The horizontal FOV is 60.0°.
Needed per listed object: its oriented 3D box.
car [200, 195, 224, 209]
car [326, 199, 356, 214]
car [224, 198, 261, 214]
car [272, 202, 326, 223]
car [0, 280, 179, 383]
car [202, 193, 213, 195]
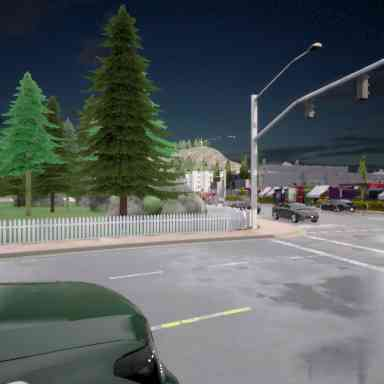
[{"bbox_3d":[2.868,1.547,44.236,2.128,1.511,4.902,0,0,-16],"label":"car"},{"bbox_3d":[16.053,1.560,37.100,1.837,1.490,4.892,0,0,-16],"label":"car"},{"bbox_3d":[5.483,1.656,35.250,1.895,1.301,4.718,0,0,-16],"label":"car"},{"bbox_3d":[8.071,1.560,26.343,1.837,1.490,4.892,0,0,-14],"label":"car"},{"bbox_3d":[-2.744,1.221,1.679,5.566,2.045,2.150,0,0,-36],"label":"car"},{"bbox_3d":[2.985,1.277,69.612,2.150,2.045,5.566,0,0,-16],"label":"car"}]
